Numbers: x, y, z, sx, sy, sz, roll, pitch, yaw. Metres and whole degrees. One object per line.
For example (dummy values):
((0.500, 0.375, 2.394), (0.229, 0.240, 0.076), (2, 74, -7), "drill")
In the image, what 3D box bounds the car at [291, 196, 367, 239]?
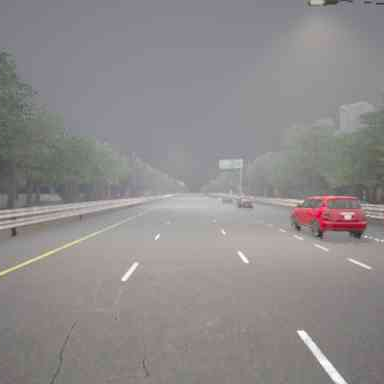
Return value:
((7.020, 1.232, 17.649), (2.150, 2.045, 5.566), (0, 0, 0), "car")

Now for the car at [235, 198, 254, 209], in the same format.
((7.119, 1.563, 45.559), (1.812, 1.442, 4.674), (0, 0, 0), "car")

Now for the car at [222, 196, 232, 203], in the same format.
((7.275, 1.565, 69.797), (2.128, 1.511, 4.902), (0, 0, 0), "car")
